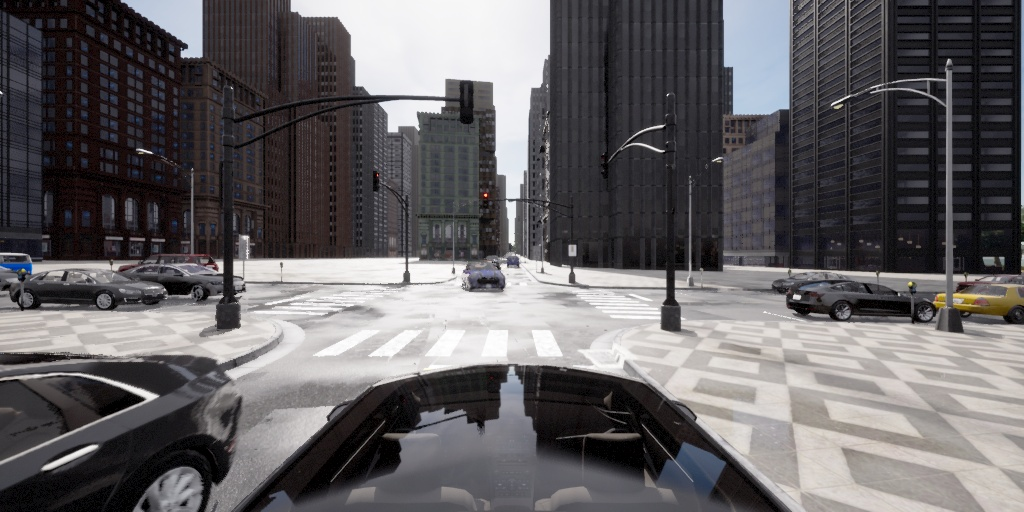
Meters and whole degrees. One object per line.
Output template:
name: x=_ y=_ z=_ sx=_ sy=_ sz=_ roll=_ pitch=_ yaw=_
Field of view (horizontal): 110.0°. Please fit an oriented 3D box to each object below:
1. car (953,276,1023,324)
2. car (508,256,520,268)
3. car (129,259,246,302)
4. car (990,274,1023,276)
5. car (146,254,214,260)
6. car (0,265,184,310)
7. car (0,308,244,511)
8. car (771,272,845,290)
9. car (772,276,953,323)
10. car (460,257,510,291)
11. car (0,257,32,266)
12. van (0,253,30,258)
car: x=17.957 y=1.571 z=12.649 sx=4.829 sy=1.417 sz=1.751 roll=0 pitch=0 yaw=0
car: x=0.199 y=0.974 z=62.675 sx=2.150 sy=2.045 sz=5.566 roll=0 pitch=0 yaw=0
car: x=-14.134 y=1.065 z=15.359 sx=4.902 sy=1.511 sz=2.128 roll=1 pitch=0 yaw=1
car: x=29.098 y=1.766 z=21.154 sx=4.507 sy=1.381 sz=1.888 roll=0 pitch=0 yaw=0
car: x=-20.195 y=0.799 z=21.150 sx=5.009 sy=1.841 sz=2.192 roll=0 pitch=0 yaw=0
car: x=-14.763 y=1.116 z=12.614 sx=4.403 sy=1.370 sz=2.007 roll=0 pitch=0 yaw=0
car: x=-3.102 y=1.255 z=0.897 sx=1.837 sy=1.490 sz=4.892 roll=0 pitch=0 yaw=0
car: x=17.812 y=1.591 z=21.175 sx=4.403 sy=1.370 sz=2.007 roll=0 pitch=0 yaw=0
car: x=12.145 y=1.524 z=12.660 sx=4.313 sy=1.339 sz=1.948 roll=0 pitch=0 yaw=0
car: x=-1.896 y=1.100 z=22.170 sx=2.097 sy=1.767 sz=4.553 roll=0 pitch=0 yaw=-16
car: x=-23.549 y=0.935 z=15.388 sx=4.902 sy=1.511 sz=2.128 roll=1 pitch=0 yaw=0
van: x=-31.114 y=0.680 z=21.170 sx=3.998 sy=1.789 sz=1.690 roll=0 pitch=0 yaw=0
